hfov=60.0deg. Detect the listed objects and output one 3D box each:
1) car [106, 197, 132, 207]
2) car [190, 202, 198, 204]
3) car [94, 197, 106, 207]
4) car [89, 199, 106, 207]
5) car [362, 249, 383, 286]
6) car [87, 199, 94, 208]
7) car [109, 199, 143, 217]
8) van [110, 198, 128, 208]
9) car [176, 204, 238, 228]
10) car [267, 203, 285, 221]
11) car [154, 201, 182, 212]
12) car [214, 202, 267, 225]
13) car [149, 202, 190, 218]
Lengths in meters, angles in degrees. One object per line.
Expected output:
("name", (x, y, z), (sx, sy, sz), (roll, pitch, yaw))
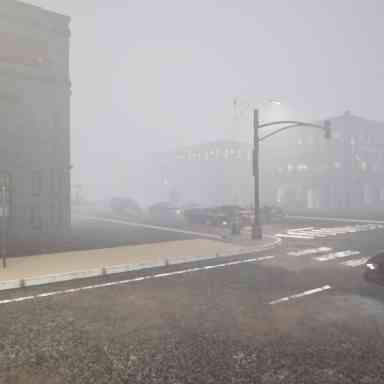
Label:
("car", (-8.778, 1.676, 43.245), (2.150, 2.045, 5.566), (-1, 0, -35))
("car", (-0.140, 1.902, 41.068), (1.802, 1.307, 4.206), (-2, 0, -36))
("car", (-16.230, 1.938, 63.589), (2.192, 1.841, 5.009), (-1, 0, -36))
("car", (-19.441, 2.226, 68.094), (1.887, 1.381, 4.507), (-1, 0, -36))
("car", (6.431, 1.545, 8.295), (5.357, 1.411, 2.033), (0, 0, -36))
("car", (-19.256, 2.157, 63.395), (2.128, 1.511, 4.902), (-1, 0, -36))
("car", (-6.962, 1.845, 36.196), (1.967, 1.590, 4.097), (-1, 0, -36))
("van", (-13.012, 1.905, 59.085), (1.690, 1.788, 3.998), (-1, 0, -36))
("car", (1.007, 1.813, 24.833), (1.947, 1.339, 4.313), (-2, 0, -36))
("car", (5.606, 1.684, 28.405), (2.128, 1.511, 4.902), (-1, 0, -35))
("car", (-3.356, 1.964, 45.572), (1.802, 1.307, 4.206), (-2, 0, -36))
("car", (3.314, 1.744, 26.293), (1.812, 1.442, 4.674), (-1, 0, -35))
("car", (-2.733, 1.829, 34.752), (2.128, 1.511, 4.902), (-1, 0, -36))
